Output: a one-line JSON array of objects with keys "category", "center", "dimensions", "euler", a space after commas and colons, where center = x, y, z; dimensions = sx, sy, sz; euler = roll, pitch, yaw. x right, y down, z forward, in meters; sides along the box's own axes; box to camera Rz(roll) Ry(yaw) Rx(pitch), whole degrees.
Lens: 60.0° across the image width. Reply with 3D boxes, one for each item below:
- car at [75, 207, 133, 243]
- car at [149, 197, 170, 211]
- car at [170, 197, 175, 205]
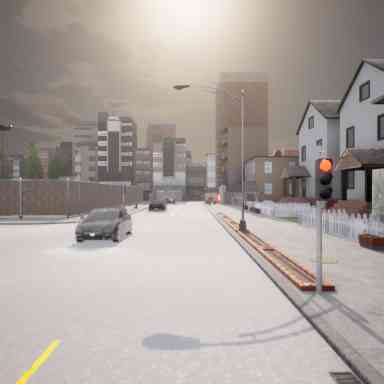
[{"category": "car", "center": [-4.108, 1.504, 16.123], "dimensions": [1.837, 1.490, 4.892], "euler": [0, 0, 0]}, {"category": "car", "center": [-4.120, 1.601, 40.546], "dimensions": [1.895, 1.301, 4.718], "euler": [0, 0, 0]}, {"category": "car", "center": [-4.062, 1.564, 59.556], "dimensions": [1.994, 1.385, 4.181], "euler": [0, 0, 1]}]
